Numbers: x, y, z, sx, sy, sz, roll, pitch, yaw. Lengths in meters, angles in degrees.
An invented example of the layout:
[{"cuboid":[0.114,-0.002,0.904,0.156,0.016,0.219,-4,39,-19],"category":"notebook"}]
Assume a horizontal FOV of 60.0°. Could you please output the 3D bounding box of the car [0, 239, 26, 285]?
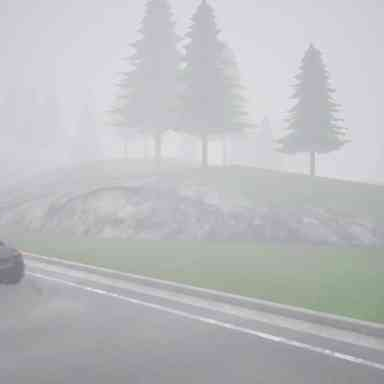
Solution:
[{"cuboid":[-6.018,1.564,8.285,4.181,1.385,1.994,0,0,36],"category":"car"}]
